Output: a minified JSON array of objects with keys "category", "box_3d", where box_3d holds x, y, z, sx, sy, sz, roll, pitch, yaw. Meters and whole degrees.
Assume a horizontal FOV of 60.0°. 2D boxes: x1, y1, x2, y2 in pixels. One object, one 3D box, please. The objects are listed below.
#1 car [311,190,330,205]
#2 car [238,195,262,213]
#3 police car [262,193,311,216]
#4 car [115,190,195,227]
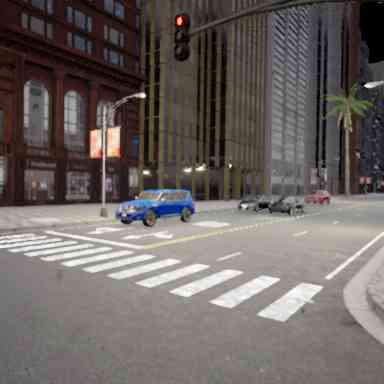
[{"category":"car","box_3d":[18.026,0.790,47.409,2.150,2.045,5.566,2,1,36]},{"category":"car","box_3d":[6.053,1.087,31.315,2.128,1.511,4.902,2,1,36]},{"category":"police car","box_3d":[8.257,1.098,28.660,1.930,1.638,5.238,2,1,36]},{"category":"car","box_3d":[-2.052,0.877,20.296,2.150,2.045,5.566,2,1,36]}]
